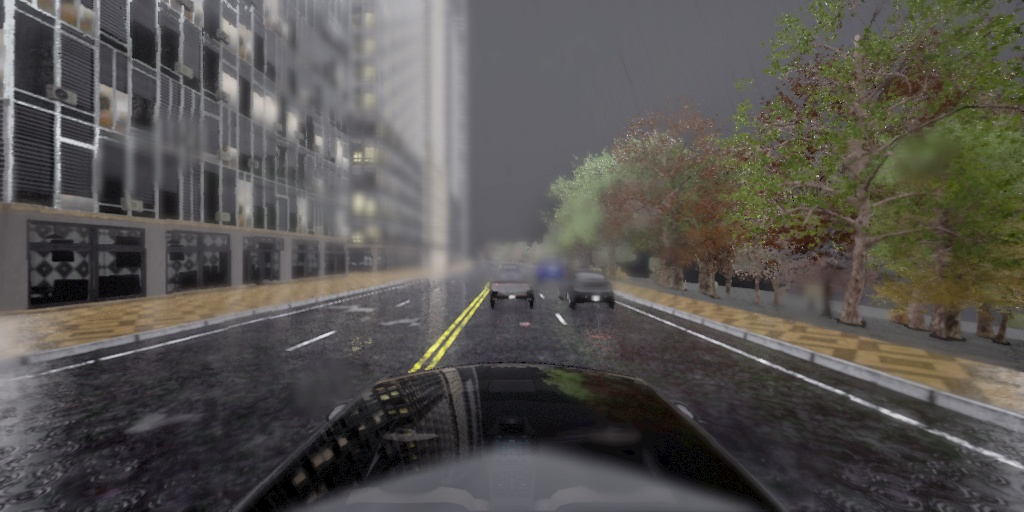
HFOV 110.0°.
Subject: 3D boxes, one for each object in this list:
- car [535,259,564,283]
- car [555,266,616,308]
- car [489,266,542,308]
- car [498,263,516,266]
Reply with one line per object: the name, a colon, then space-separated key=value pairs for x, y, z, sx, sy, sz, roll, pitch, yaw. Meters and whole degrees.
car: x=3.252 y=1.238 z=30.874 sx=2.150 sy=2.045 sz=5.566 roll=0 pitch=0 yaw=0
car: x=3.254 y=1.394 z=16.147 sx=1.837 sy=1.490 sz=4.892 roll=0 pitch=0 yaw=0
car: x=0.004 y=1.378 z=16.150 sx=2.128 sy=1.511 sz=4.902 roll=0 pitch=0 yaw=0
car: x=0.005 y=1.532 z=31.157 sx=1.837 sy=1.490 sz=4.892 roll=0 pitch=0 yaw=0
